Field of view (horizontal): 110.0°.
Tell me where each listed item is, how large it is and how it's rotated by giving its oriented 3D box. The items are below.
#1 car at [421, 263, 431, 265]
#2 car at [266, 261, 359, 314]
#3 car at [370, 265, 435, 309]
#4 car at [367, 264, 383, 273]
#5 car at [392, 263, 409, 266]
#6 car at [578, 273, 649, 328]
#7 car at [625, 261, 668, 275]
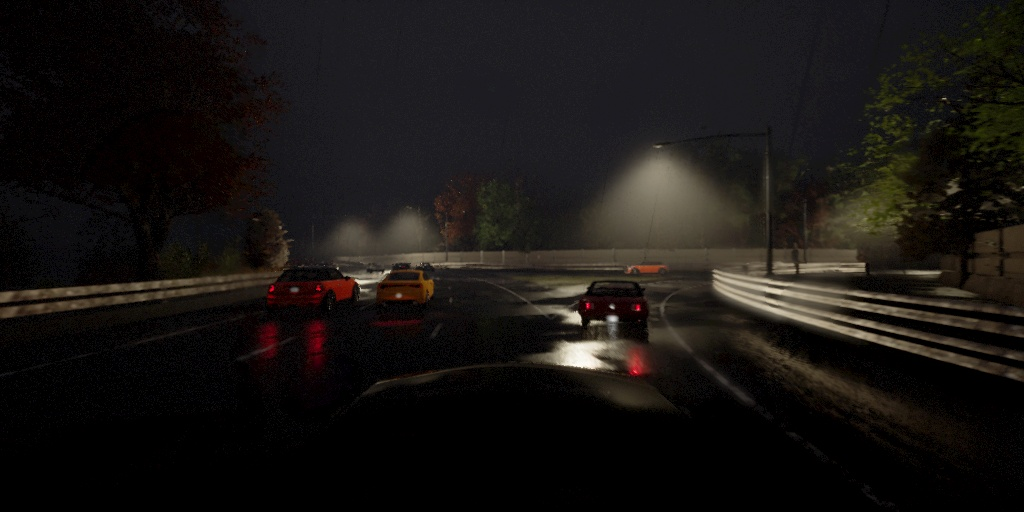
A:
[{"bbox_3d":[-13.049,1.749,53.890,1.994,1.385,4.181,0,0,-30],"label":"car"},{"bbox_3d":[-7.955,1.233,14.804,2.097,1.767,4.553,0,0,-7],"label":"car"},{"bbox_3d":[-4.556,1.351,15.912,1.882,1.535,5.008,0,0,-7],"label":"car"},{"bbox_3d":[-19.262,1.792,50.660,1.895,1.301,4.718,0,0,-30],"label":"car"},{"bbox_3d":[-16.143,1.693,52.254,1.837,1.490,4.892,0,0,-30],"label":"car"},{"bbox_3d":[3.391,1.407,11.761,1.895,1.301,4.718,0,0,18],"label":"car"},{"bbox_3d":[15.612,1.368,41.833,4.553,1.767,2.097,0,0,6],"label":"car"}]
